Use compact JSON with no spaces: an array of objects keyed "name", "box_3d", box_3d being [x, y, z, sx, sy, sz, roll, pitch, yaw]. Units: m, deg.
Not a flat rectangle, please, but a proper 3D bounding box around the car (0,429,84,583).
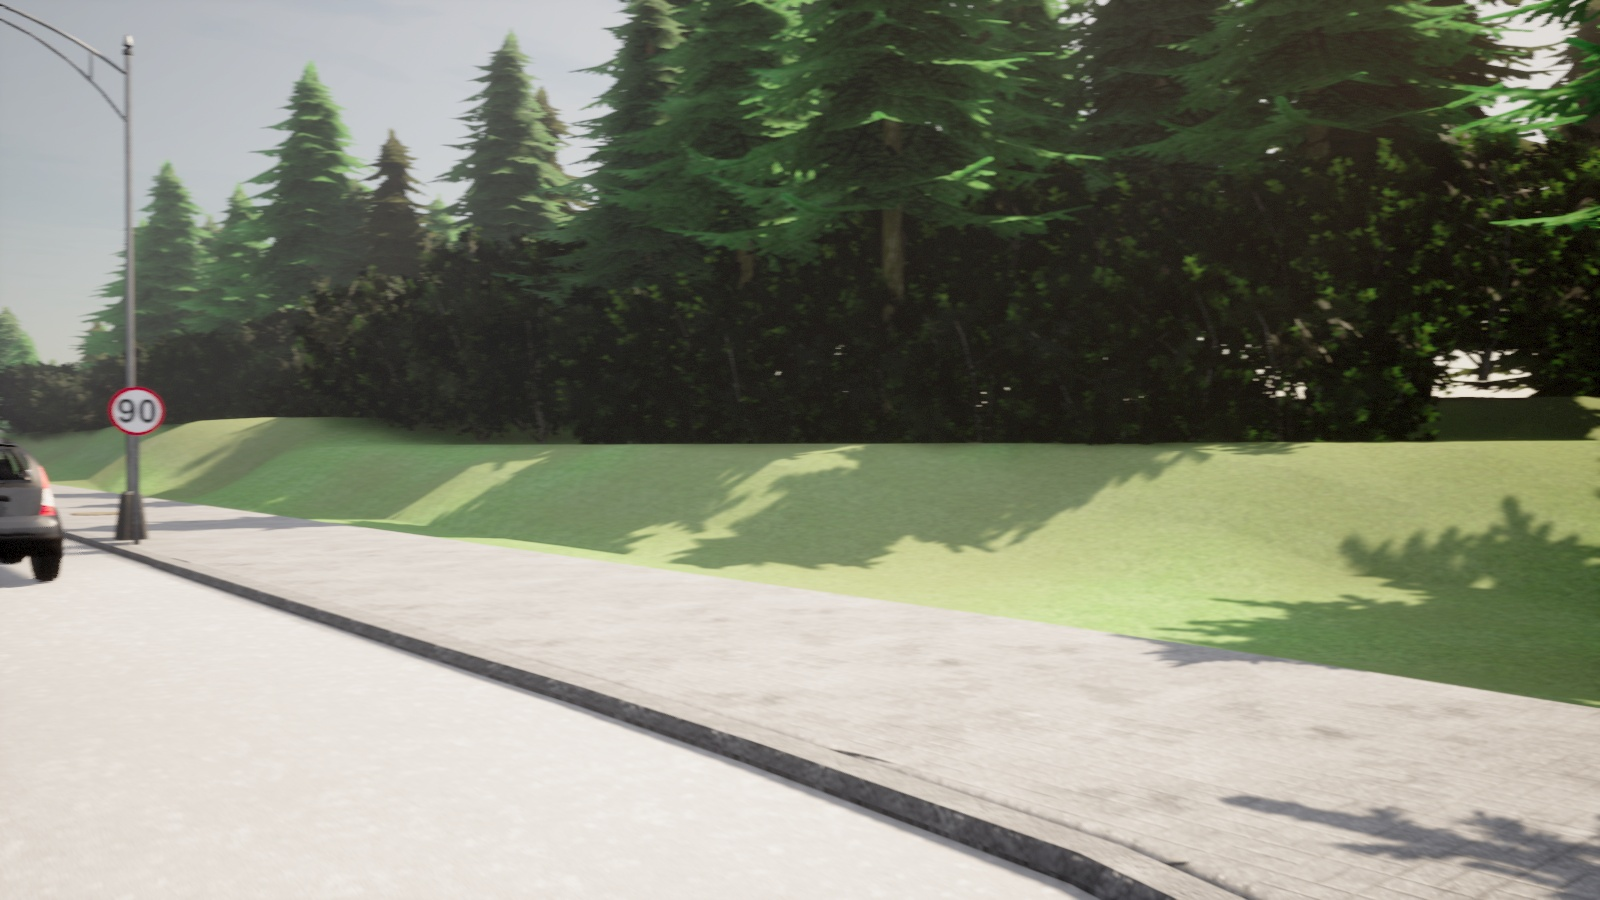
[{"name":"car","box_3d":[-9.752,0.584,14.641,1.851,1.617,3.988,0,0,-38]}]
